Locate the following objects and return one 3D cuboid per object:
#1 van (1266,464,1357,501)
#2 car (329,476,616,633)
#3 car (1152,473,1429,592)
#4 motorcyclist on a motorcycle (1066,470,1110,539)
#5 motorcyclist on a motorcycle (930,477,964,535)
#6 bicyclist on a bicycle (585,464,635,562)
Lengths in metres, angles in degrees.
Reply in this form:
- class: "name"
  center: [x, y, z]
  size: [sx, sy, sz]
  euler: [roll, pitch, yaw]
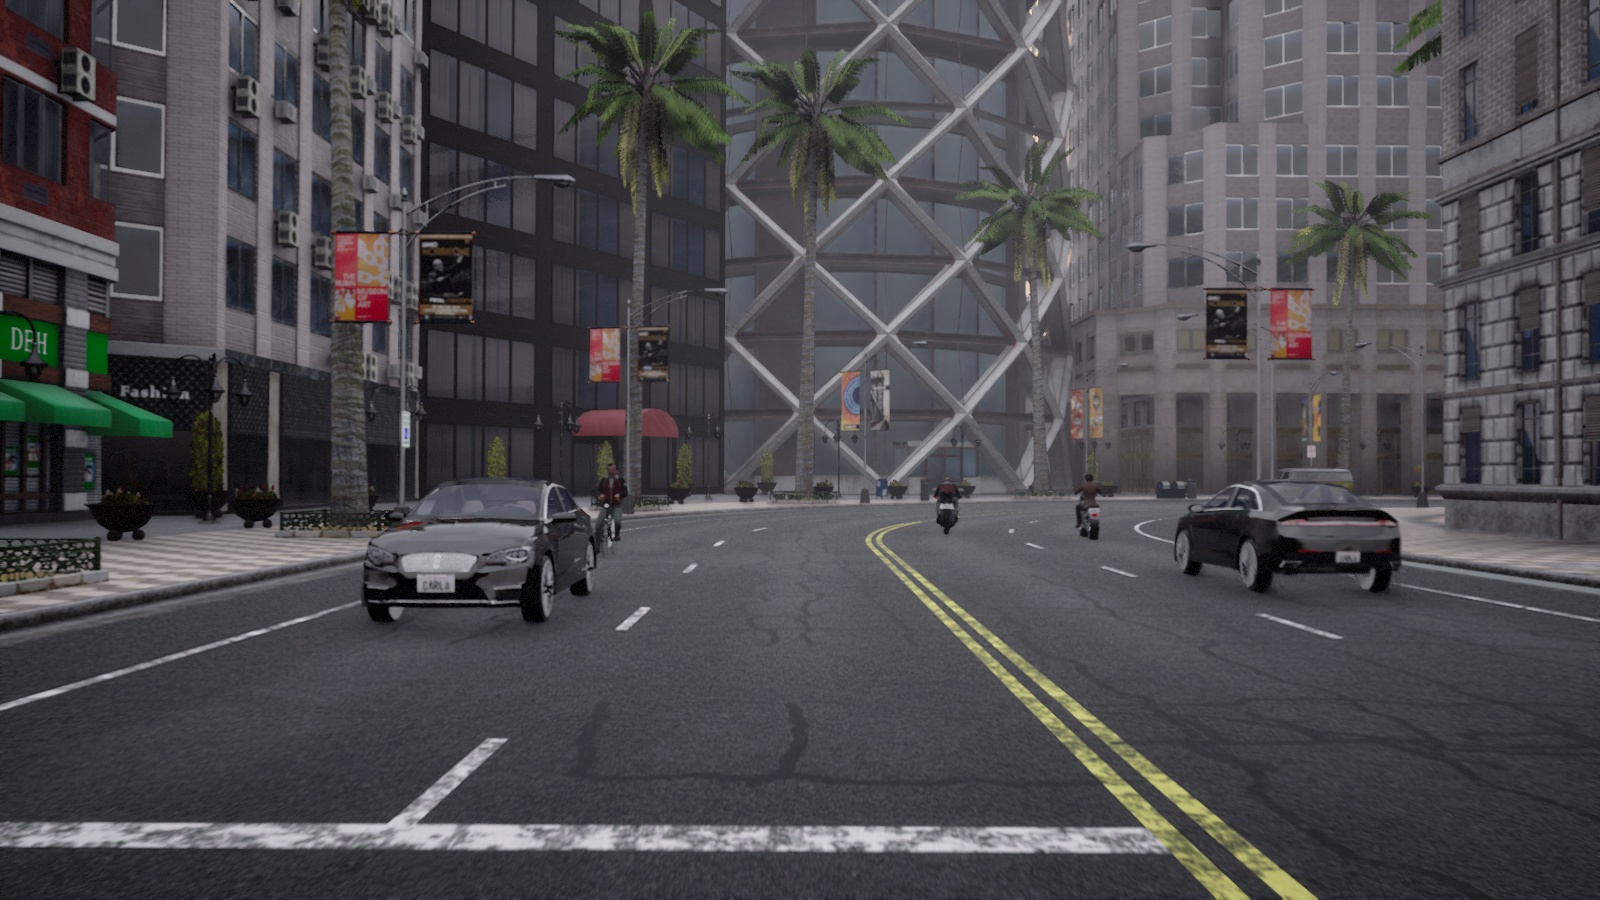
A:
- class: "van"
  center: [28.165, 1.783, 69.196]
  size: [4.442, 1.987, 1.775]
  euler: [0, -1, -15]
- class: "car"
  center: [-3.552, 1.071, 14.705]
  size: [2.128, 1.511, 4.902]
  euler: [0, -1, -1]
- class: "car"
  center: [6.955, 1.101, 18.495]
  size: [2.128, 1.511, 4.902]
  euler: [0, -1, 0]
- class: "motorcyclist on a motorcycle"
  center: [7.211, 1.343, 31.515]
  size: [0.766, 1.649, 2.350]
  euler: [0, -1, 5]
- class: "motorcyclist on a motorcycle"
  center: [4.028, 1.494, 34.285]
  size: [0.866, 1.530, 2.191]
  euler: [0, -1, 8]
- class: "bicyclist on a bicycle"
  center: [-3.552, 1.155, 23.608]
  size: [0.659, 1.776, 1.843]
  euler: [0, -1, 0]
